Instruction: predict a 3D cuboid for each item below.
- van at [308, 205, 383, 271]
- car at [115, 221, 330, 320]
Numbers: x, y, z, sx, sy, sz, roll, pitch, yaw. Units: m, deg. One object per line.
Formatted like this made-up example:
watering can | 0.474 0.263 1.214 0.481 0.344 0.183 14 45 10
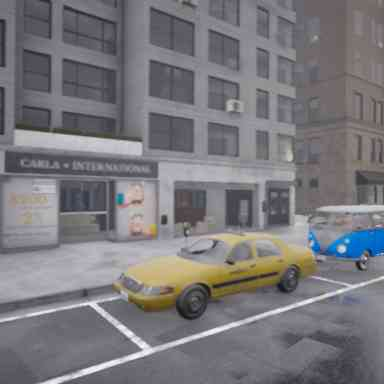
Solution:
van | 5.371 1.319 10.582 3.998 1.788 1.690 0 1 -35
car | 0.768 1.514 7.301 4.829 1.417 1.752 0 1 -35
